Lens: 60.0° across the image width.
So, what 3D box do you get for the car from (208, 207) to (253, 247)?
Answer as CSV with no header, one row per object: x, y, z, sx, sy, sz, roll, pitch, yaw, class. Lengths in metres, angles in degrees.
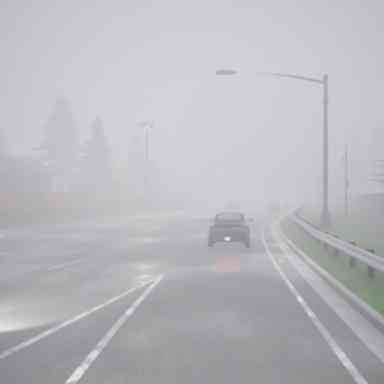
1.925,1.731,16.307,1.837,1.490,4.892,0,-1,10,car

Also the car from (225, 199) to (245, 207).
6.822,2.256,55.264,2.128,1.511,4.902,0,-1,20,car

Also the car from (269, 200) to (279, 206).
20.309,2.676,81.968,1.895,1.301,4.718,0,-1,20,car

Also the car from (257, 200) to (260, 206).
18.118,2.787,86.137,2.033,1.411,5.357,0,-1,20,car

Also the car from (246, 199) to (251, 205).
13.733,2.586,84.366,2.128,1.511,4.902,0,-1,20,car

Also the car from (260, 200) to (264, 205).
16.689,2.533,72.166,1.882,1.535,5.008,0,-1,20,car

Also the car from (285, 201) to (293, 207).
21.707,2.664,75.651,1.812,1.442,4.674,0,-1,20,car

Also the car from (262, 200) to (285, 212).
12.323,2.285,49.954,2.033,1.411,5.357,0,-1,20,car
